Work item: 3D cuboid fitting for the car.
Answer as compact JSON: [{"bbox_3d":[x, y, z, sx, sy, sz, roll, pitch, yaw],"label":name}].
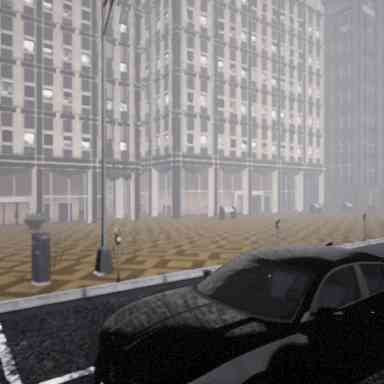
[{"bbox_3d":[1.307,1.477,4.293,5.008,1.535,1.882,0,0,-35],"label":"car"}]
